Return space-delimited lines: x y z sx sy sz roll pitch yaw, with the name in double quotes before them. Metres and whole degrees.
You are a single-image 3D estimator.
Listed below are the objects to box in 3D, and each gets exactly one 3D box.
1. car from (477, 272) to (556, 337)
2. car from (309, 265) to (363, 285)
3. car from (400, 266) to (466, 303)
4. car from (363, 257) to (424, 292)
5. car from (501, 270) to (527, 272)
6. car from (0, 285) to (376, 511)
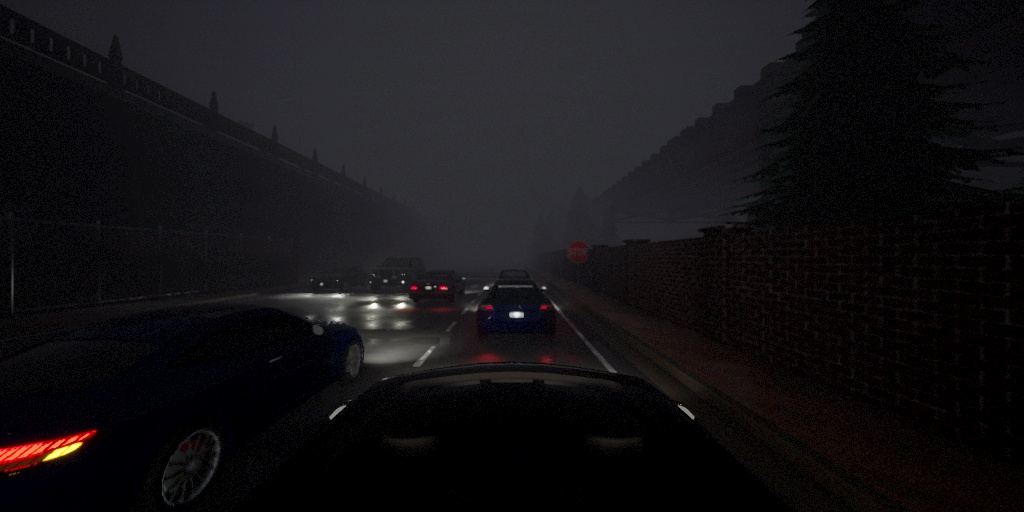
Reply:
"car" 0.099 1.347 10.376 1.994 1.385 4.181 0 0 0
"car" -10.495 1.337 22.199 1.837 1.490 4.892 0 -1 0
"car" -3.388 1.356 17.067 2.033 1.411 5.357 0 0 0
"car" -6.990 1.053 22.601 2.150 2.045 5.566 0 0 0
"car" 0.113 1.422 20.349 1.895 1.301 4.718 0 0 0
"car" -3.400 1.285 4.113 1.812 1.442 4.674 0 0 0
